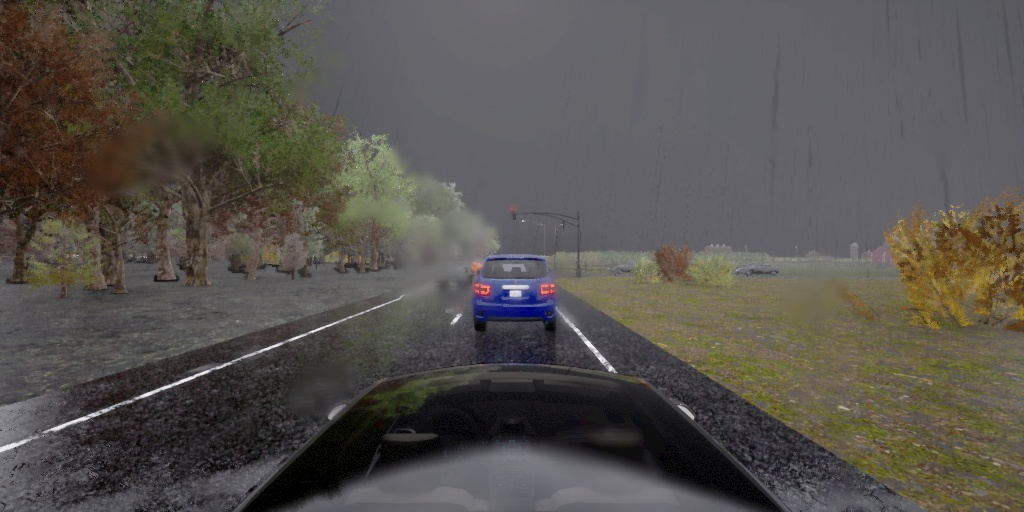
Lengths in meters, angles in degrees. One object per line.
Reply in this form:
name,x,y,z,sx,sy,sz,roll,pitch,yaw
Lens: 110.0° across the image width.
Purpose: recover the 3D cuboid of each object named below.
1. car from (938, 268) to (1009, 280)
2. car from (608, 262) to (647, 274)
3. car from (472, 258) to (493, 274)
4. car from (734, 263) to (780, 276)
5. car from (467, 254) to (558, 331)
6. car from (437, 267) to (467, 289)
car,50.971,1.851,39.316,5.357,1.411,2.033,1,-1,1
car,14.129,1.456,43.226,4.902,1.511,2.128,1,-1,2
car,-3.455,1.108,42.124,2.097,1.767,4.553,0,0,0
car,29.365,1.616,43.019,4.902,1.511,2.128,0,-1,0
car,0.088,0.974,11.080,2.150,2.045,5.566,0,0,0
car,-3.428,1.356,23.117,1.895,1.301,4.718,0,0,0
